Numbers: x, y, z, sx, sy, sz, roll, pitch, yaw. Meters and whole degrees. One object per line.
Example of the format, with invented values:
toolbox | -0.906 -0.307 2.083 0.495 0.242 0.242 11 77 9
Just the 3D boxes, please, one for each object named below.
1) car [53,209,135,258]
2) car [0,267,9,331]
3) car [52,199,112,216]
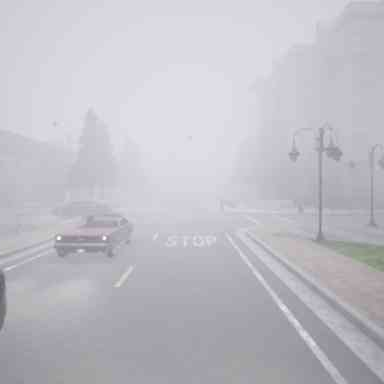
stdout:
car | -3.500 1.536 12.693 1.895 1.301 4.718 0 0 0
car | -3.579 1.463 2.717 1.882 1.535 5.008 0 0 0
car | -8.929 1.356 27.031 4.892 1.490 1.837 0 -1 9
